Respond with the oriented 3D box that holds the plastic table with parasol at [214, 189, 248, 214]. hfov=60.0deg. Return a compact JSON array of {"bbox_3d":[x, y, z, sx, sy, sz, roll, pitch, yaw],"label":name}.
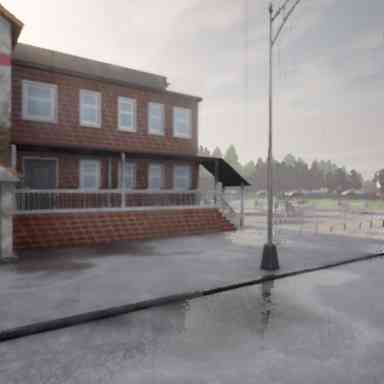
[{"bbox_3d":[4.061,0.954,34.995,2.482,2.480,2.482,0,0,-35],"label":"plastic table with parasol"}]
